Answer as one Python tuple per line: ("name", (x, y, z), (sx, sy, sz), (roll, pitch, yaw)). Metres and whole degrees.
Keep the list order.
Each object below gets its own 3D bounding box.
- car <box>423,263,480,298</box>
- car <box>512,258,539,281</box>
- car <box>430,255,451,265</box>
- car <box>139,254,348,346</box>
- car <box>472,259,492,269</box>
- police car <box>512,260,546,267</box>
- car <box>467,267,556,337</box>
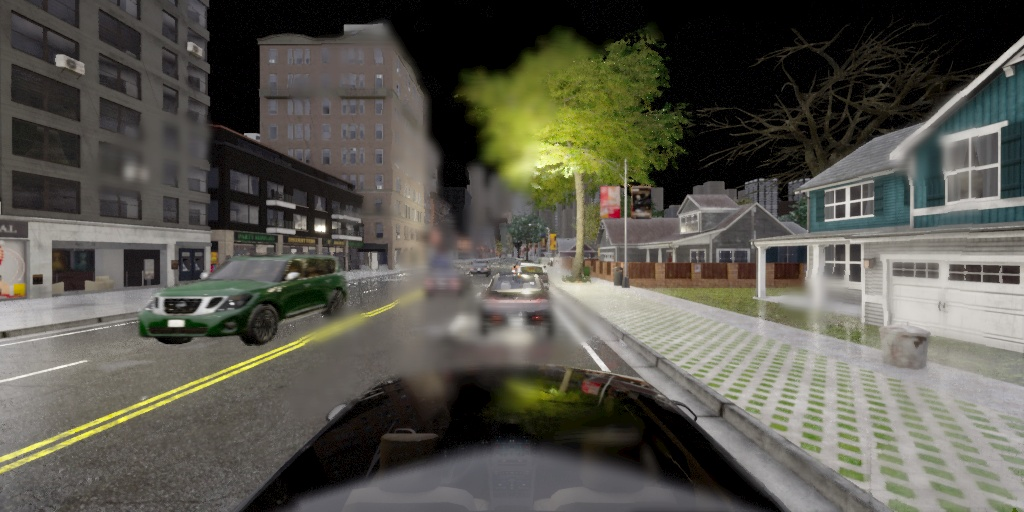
("car", (-3.089, 1.288, 18.394), (2.033, 1.411, 5.357), (0, 0, 0))
("car", (1.082, 1.080, 30.424), (2.097, 1.767, 4.553), (0, 0, 0))
("car", (-9.672, 0.933, 49.061), (2.150, 2.045, 5.566), (0, 0, 0))
("car", (-6.570, 0.969, 9.790), (2.150, 2.045, 5.566), (0, 0, 0))
("car", (-3.025, 1.271, 35.696), (2.033, 1.411, 5.357), (0, 0, 0))
("police car", (1.045, 1.164, 20.564), (1.930, 1.638, 5.238), (0, 0, 0))
("car", (0.131, 1.238, 10.315), (2.128, 1.511, 4.902), (0, 0, 0))
